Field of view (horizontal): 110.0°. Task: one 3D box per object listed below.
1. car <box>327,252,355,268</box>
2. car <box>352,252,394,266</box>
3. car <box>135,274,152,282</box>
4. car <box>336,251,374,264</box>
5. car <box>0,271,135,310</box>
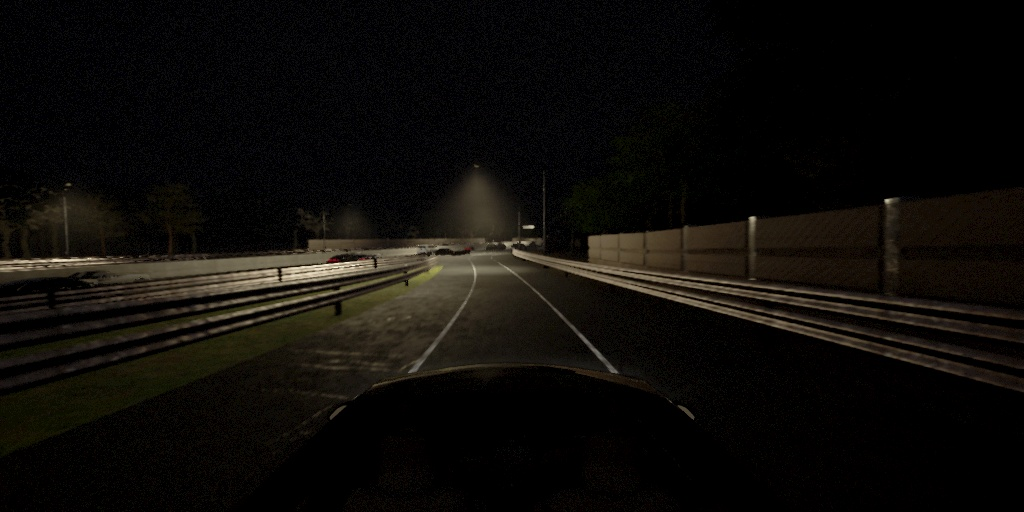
[{"bbox_3d":[-19.549,0.529,42.432,1.837,1.490,4.892,0,3,15],"label":"car"},{"bbox_3d":[-15.947,0.479,42.334,2.128,1.511,4.902,0,3,15],"label":"car"},{"bbox_3d":[-28.048,1.664,24.554,1.895,1.301,4.718,0,3,15],"label":"car"},{"bbox_3d":[-21.362,0.210,49.085,2.128,1.511,4.902,0,3,15],"label":"car"},{"bbox_3d":[-22.640,1.817,17.775,1.837,1.490,4.892,0,3,15],"label":"car"}]
